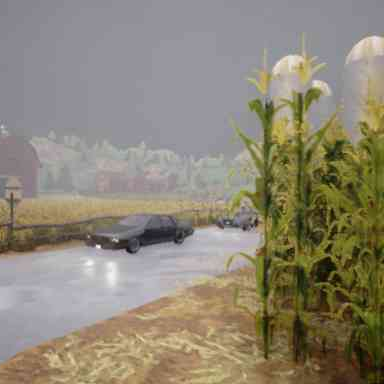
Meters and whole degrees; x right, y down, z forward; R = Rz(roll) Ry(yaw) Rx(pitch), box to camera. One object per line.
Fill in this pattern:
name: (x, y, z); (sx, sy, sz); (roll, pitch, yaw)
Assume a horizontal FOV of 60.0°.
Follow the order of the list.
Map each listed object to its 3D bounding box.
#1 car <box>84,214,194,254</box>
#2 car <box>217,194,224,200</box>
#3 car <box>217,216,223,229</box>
car: (-2.007, 1.671, 14.598); (2.033, 1.411, 5.357); (0, 0, 34)
car: (9.321, 1.451, 89.118); (4.611, 1.667, 2.242); (0, 0, 35)
car: (3.387, 1.743, 22.258); (1.994, 1.385, 4.181); (0, 0, 35)
